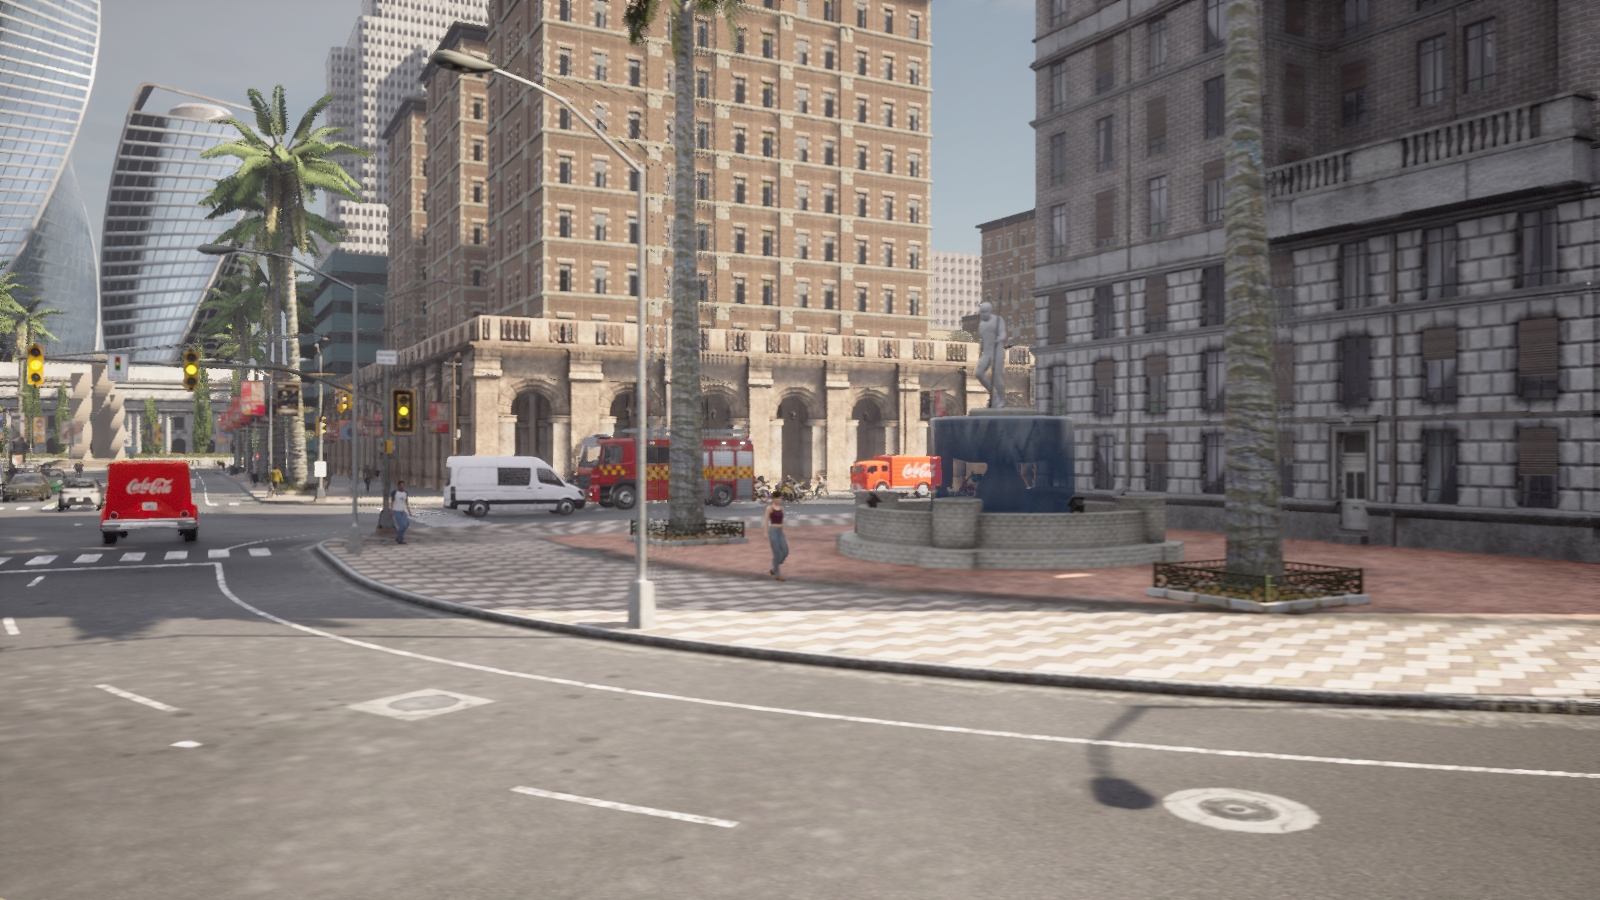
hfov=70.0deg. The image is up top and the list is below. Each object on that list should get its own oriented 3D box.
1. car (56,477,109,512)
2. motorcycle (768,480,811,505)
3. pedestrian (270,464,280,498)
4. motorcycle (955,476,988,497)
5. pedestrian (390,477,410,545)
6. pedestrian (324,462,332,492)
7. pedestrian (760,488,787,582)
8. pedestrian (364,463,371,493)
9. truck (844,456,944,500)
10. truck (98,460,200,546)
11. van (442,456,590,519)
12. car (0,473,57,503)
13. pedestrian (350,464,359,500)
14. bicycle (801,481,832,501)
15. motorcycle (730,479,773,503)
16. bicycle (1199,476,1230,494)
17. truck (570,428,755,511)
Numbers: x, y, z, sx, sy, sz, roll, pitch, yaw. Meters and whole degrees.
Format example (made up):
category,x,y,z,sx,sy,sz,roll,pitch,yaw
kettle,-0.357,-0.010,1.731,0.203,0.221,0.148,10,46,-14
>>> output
category,x,y,z,sx,sy,sz,roll,pitch,yaw
car,-33.989,2.074,54.215,1.816,1.474,4.193,0,0,-28
motorcycle,-0.570,2.217,60.334,2.209,1.251,0.867,0,0,-39
pedestrian,-28.765,1.707,62.641,0.375,1.860,0.375,0,0,3
motorcycle,10.332,2.197,68.957,1.805,1.236,0.856,0,0,-28
pedestrian,-11.159,1.702,31.853,0.375,1.860,0.375,0,0,31
pedestrian,-29.942,1.709,72.472,0.375,1.860,0.375,0,0,38
pedestrian,-0.537,1.701,23.051,0.375,1.860,0.375,0,0,43
pedestrian,-26.429,1.708,69.868,0.375,1.860,0.375,0,0,-26
truck,5.459,1.582,66.336,5.204,2.467,2.627,0,0,-28
truck,-20.473,1.571,36.119,2.627,2.467,5.204,0,0,-28
van,-12.189,1.543,49.164,5.915,2.561,1.988,0,0,-26
car,-42.672,2.070,63.191,2.231,1.480,4.892,0,0,-28
pedestrian,-23.808,1.706,61.034,0.375,1.860,0.375,0,0,-34
bicycle,0.938,2.269,63.932,1.487,1.080,0.859,0,0,-28
motorcycle,-2.634,2.217,62.028,2.209,1.251,0.867,0,0,-28
bicycle,26.663,2.252,73.472,1.835,1.171,0.329,0,-7,5
truck,-6.622,0.901,55.666,8.468,3.827,2.891,0,0,-28
